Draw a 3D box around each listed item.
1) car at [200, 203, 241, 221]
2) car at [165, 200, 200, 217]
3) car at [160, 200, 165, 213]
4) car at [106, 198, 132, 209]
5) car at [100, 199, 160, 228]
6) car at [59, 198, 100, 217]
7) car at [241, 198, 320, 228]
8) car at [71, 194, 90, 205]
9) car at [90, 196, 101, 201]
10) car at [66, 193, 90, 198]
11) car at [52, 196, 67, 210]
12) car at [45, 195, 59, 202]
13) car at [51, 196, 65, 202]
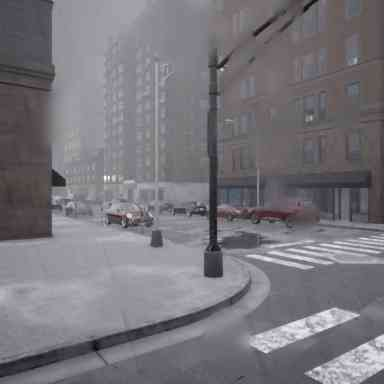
[{"bbox_3d":[2.825,1.571,26.672,1.802,1.307,4.206,0,0,-35],"label":"car"},{"bbox_3d":[-0.355,1.550,31.188,1.947,1.339,4.313,0,0,-35],"label":"car"},{"bbox_3d":[-3.535,1.529,35.706,2.008,1.369,4.403,0,0,-35],"label":"car"},{"bbox_3d":[-9.894,1.532,44.738,1.947,1.339,4.313,0,0,-35],"label":"car"},{"bbox_3d":[-4.132,1.430,21.742,1.967,1.590,4.097,0,0,-35],"label":"car"},{"bbox_3d":[-10.493,1.530,30.779,2.008,1.369,4.403,0,0,-35],"label":"car"},{"bbox_3d":[6.005,1.309,22.155,2.192,1.841,5.009,0,0,-35],"label":"car"},{"bbox_3d":[-20.044,1.298,59.596,2.097,1.767,4.553,0,0,-35],"label":"car"},{"bbox_3d":[-16.004,1.458,53.915,1.837,1.490,4.892,0,0,-35],"label":"car"},{"bbox_3d":[-18.214,1.176,51.761,2.150,2.045,5.566,0,0,-35],"label":"car"},{"bbox_3d":[-16.855,1.512,39.814,1.887,1.381,4.507,0,0,-35],"label":"car"},{"bbox_3d":[-32.153,1.472,76.354,2.008,1.369,4.403,0,0,-35],"label":"car"},{"bbox_3d":[-28.973,1.478,71.838,2.008,1.369,4.403,0,0,-35],"label":"car"}]
